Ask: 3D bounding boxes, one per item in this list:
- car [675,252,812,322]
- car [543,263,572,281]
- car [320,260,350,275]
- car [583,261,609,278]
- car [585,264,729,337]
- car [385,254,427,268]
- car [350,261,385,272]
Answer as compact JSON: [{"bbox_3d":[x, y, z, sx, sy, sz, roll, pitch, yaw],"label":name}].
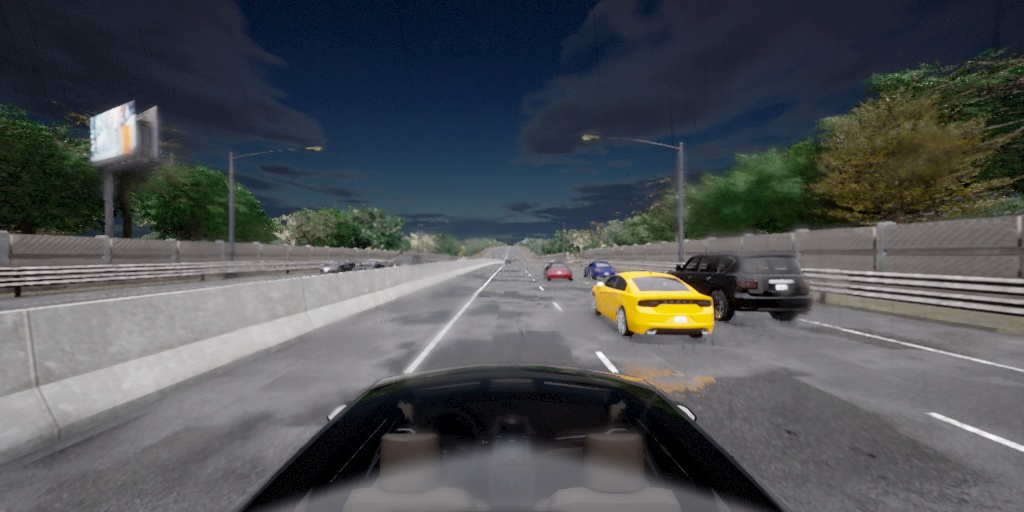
[{"bbox_3d":[7.089,0.903,12.099,2.150,2.045,5.566,0,0,0],"label":"car"},{"bbox_3d":[3.579,1.201,28.699,1.994,1.385,4.181,0,0,0],"label":"car"},{"bbox_3d":[-17.607,1.127,36.459,2.128,1.511,4.902,0,0,0],"label":"car"},{"bbox_3d":[7.081,1.162,29.127,1.812,1.442,4.674,0,0,0],"label":"car"},{"bbox_3d":[3.582,1.170,10.073,1.882,1.535,5.008,0,1,0],"label":"car"},{"bbox_3d":[-10.612,0.856,36.389,2.150,2.045,5.566,0,0,0],"label":"car"},{"bbox_3d":[-14.109,1.199,35.957,1.994,1.385,4.181,0,0,0],"label":"car"}]
